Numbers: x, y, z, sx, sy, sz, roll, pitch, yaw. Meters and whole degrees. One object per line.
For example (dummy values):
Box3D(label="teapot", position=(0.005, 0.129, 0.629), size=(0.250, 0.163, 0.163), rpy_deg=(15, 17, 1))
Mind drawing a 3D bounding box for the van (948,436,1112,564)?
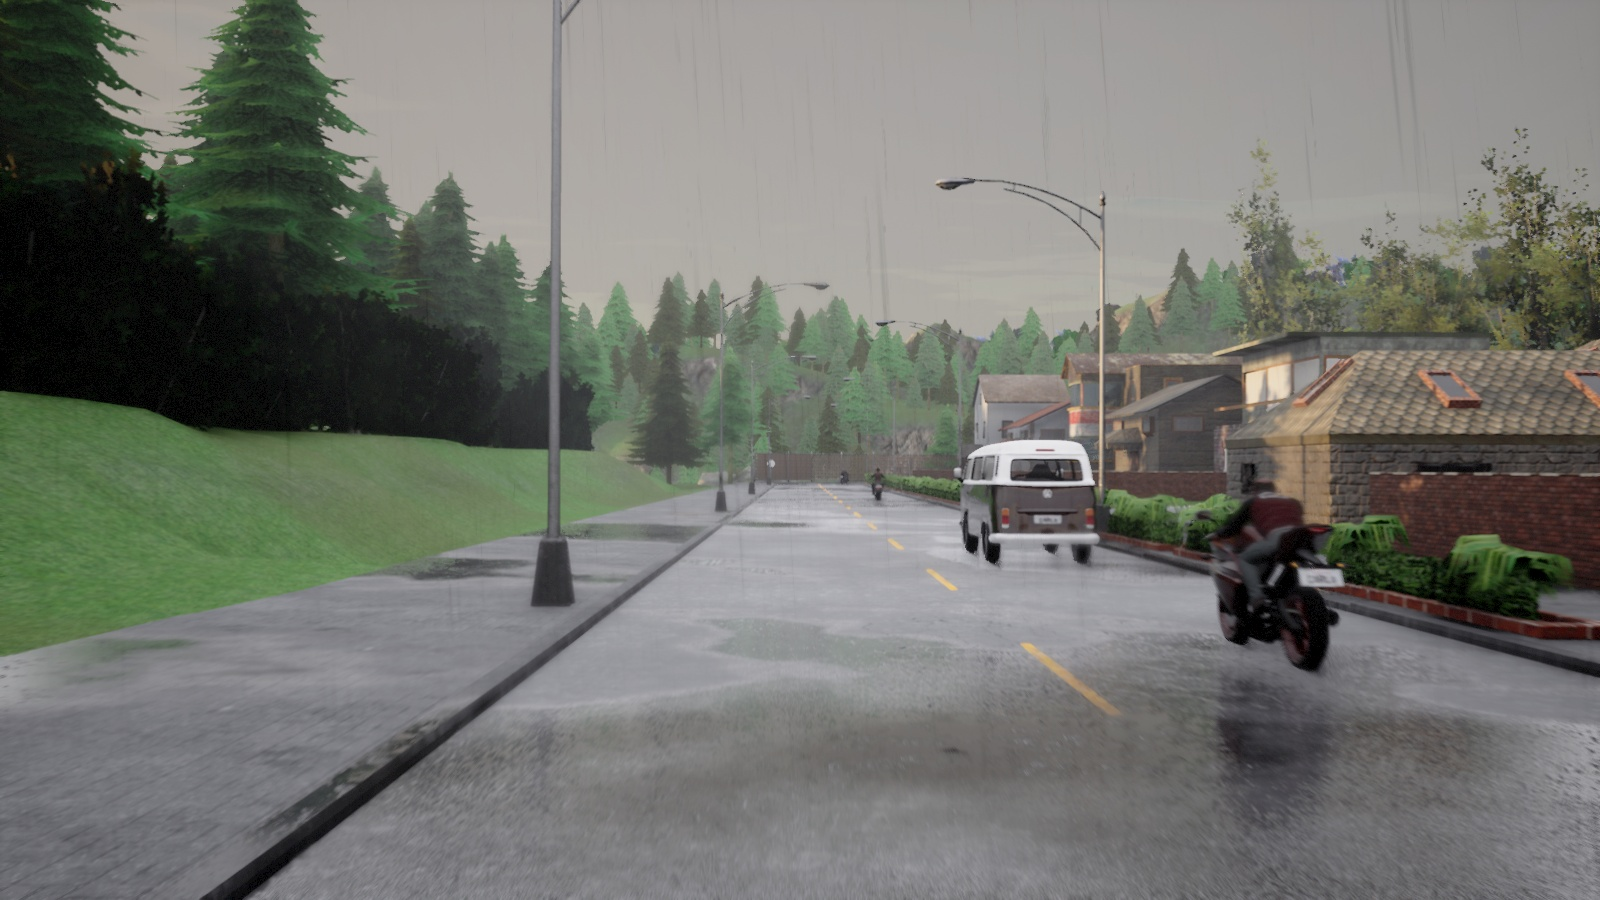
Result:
Box3D(label="van", position=(3.945, 0.838, 22.330), size=(2.069, 2.038, 4.480), rpy_deg=(0, -1, 0))

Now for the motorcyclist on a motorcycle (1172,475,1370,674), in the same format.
Box3D(label="motorcyclist on a motorcycle", position=(3.974, 0.985, 10.830), size=(0.866, 1.530, 2.191), rpy_deg=(0, -1, 0))
